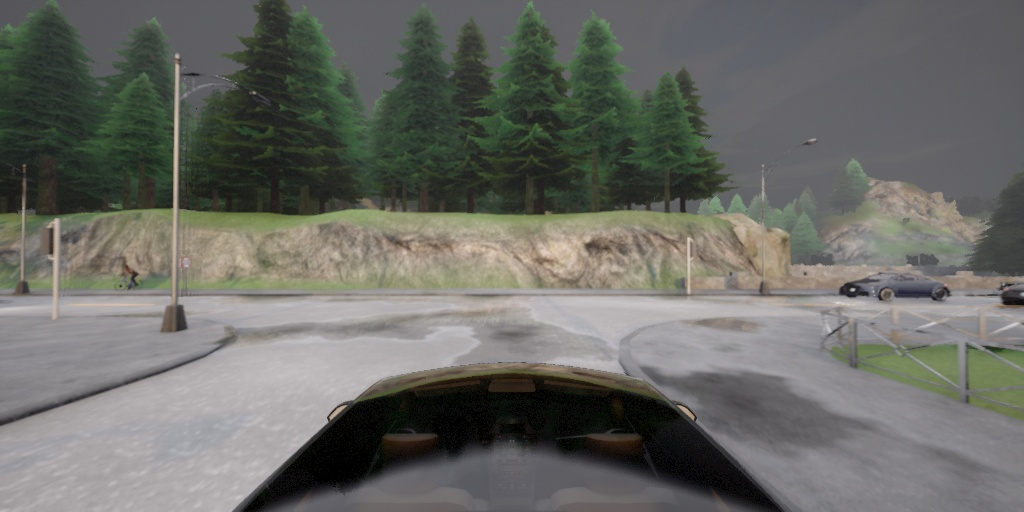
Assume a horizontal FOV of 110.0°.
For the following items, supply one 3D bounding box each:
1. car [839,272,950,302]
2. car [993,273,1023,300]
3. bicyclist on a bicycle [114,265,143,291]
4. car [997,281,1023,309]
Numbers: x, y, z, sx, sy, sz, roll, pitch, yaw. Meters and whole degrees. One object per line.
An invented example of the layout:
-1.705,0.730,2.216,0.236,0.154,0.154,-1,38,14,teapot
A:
19.282,1.534,18.213,4.181,1.385,1.994,0,-1,0,car
28.076,1.571,18.208,4.718,1.301,1.895,0,-1,0,car
-23.941,1.374,22.417,0.582,1.620,1.656,0,0,0,bicyclist on a bicycle
22.150,1.478,14.014,4.181,1.385,1.994,0,-1,0,car
